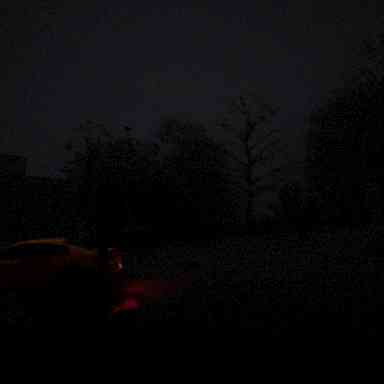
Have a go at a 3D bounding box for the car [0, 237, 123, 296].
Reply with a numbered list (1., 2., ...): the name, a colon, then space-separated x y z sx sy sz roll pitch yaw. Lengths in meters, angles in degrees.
1. car: -4.636 2.145 9.872 5.008 1.535 1.882 -3 -4 -2
